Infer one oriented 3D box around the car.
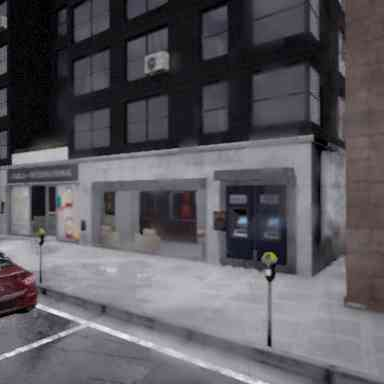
[{"bbox_3d":[-4.604,1.635,6.365,4.206,1.307,1.802,0,0,36],"label":"car"}]
